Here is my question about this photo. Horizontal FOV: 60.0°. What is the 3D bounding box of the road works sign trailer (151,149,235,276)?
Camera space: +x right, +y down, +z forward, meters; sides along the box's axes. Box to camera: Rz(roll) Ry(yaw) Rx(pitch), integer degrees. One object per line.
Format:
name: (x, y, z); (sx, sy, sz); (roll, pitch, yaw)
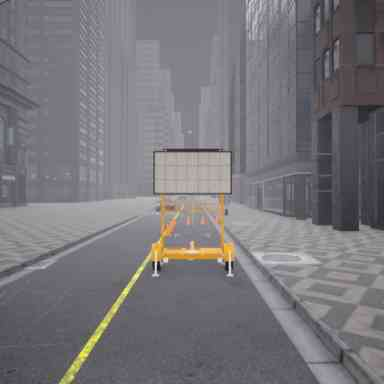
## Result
road works sign trailer: (0.022, 0.472, 10.307); (2.380, 3.560, 2.880); (0, 0, 0)

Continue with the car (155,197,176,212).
car: (-3.057, 1.423, 39.131); (2.097, 1.767, 4.553); (0, 0, 0)
